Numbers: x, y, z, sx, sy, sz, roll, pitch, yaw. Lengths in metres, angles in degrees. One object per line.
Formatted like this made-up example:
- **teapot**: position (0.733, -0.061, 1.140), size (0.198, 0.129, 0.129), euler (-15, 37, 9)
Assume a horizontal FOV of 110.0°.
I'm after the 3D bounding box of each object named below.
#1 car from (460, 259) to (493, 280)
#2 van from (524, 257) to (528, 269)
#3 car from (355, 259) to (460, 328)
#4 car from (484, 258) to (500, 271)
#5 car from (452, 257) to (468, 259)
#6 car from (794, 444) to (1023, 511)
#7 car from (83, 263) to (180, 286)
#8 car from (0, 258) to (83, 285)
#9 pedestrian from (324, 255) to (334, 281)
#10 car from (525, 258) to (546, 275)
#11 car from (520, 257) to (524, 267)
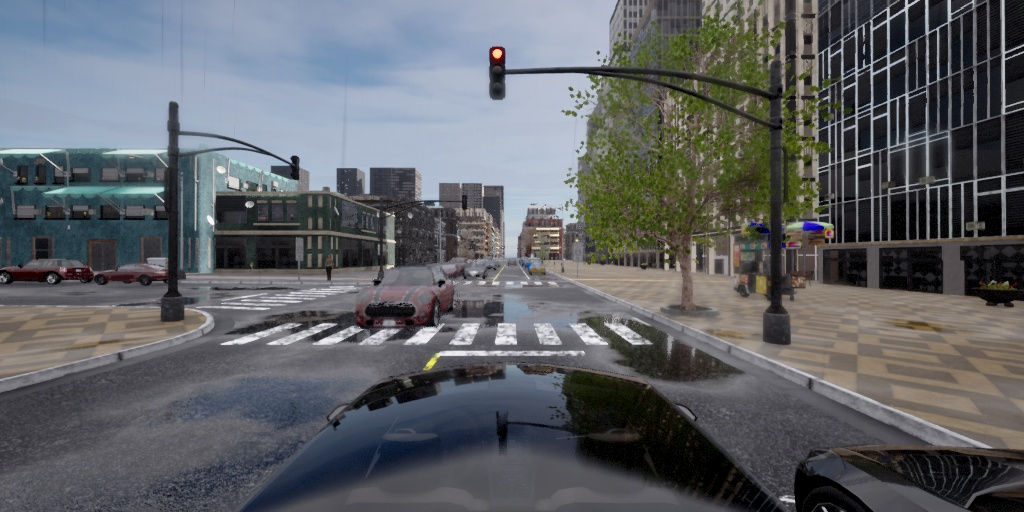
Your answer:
- **car**: position (-3.099, 1.243, 31.303), size (2.128, 1.511, 4.902), euler (0, 0, 0)
- **van**: position (2.688, 1.094, 44.085), size (1.690, 1.789, 3.998), euler (0, 0, 0)
- **car**: position (-3.101, 1.102, 11.308), size (2.097, 1.767, 4.553), euler (0, 0, 0)
- **car**: position (-3.088, 1.301, 49.502), size (2.033, 1.411, 5.357), euler (0, 0, 0)
- **car**: position (-5.692, 1.067, 38.530), size (2.192, 1.841, 5.009), euler (0, 0, 0)
- **car**: position (2.691, 1.316, 0.504), size (1.948, 1.339, 4.313), euler (0, 0, 0)
- **car**: position (-22.822, 1.090, 21.892), size (4.207, 1.307, 1.802), euler (0, 0, -1)
- **car**: position (-28.370, 0.879, 21.814), size (4.097, 1.591, 1.967), euler (0, 0, -1)
- **pedestrian**: position (-12.751, 0.788, 24.984), size (0.375, 1.860, 0.375), euler (0, -1, -1)
- **car**: position (2.689, 1.278, 38.703), size (1.751, 1.417, 4.829), euler (0, 0, 0)
- **car**: position (2.687, 1.305, 55.187), size (2.007, 1.370, 4.403), euler (0, 0, 0)
